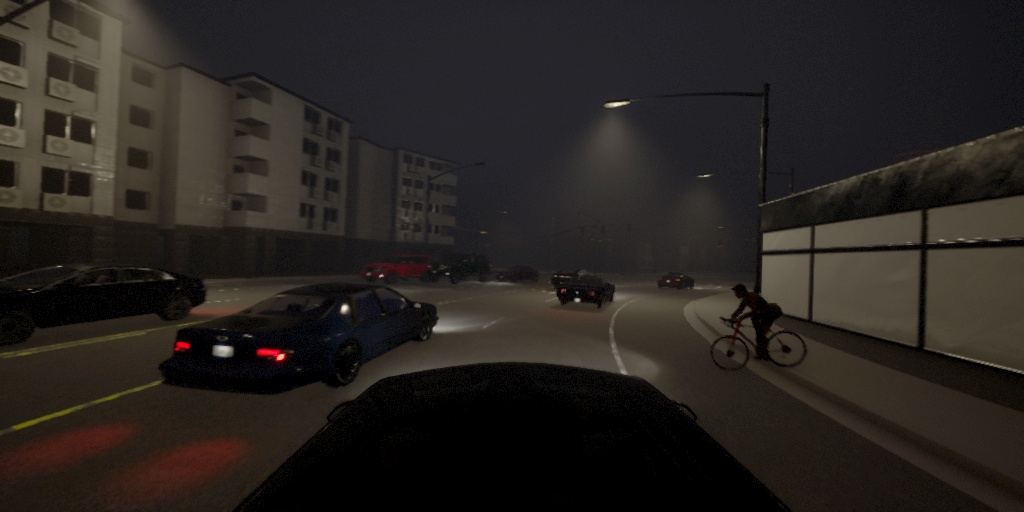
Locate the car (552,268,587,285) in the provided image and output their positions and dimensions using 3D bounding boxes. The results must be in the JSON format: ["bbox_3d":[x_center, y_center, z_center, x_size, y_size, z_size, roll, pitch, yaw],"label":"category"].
[{"bbox_3d":[4.591,1.630,25.402,2.128,1.511,4.902,2,-1,35],"label":"car"}]

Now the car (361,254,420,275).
[{"bbox_3d":[-7.903,0.881,25.455,2.150,2.045,5.566,2,-1,28],"label":"car"}]

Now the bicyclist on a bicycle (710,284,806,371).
[{"bbox_3d":[4.558,1.338,6.758,1.656,1.620,0.582,-7,-2,10],"label":"bicyclist on a bicycle"}]

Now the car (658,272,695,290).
[{"bbox_3d":[14.387,2.131,31.264,1.994,1.385,4.181,2,-1,44],"label":"car"}]

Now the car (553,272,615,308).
[{"bbox_3d":[3.701,1.631,17.208,1.895,1.301,4.718,2,-1,25],"label":"car"}]

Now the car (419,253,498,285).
[{"bbox_3d":[-3.684,0.768,25.988,2.150,2.045,5.566,2,-1,31],"label":"car"}]

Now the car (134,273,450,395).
[{"bbox_3d":[-3.096,1.224,6.781,2.033,1.411,5.357,2,-1,9],"label":"car"}]

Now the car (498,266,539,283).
[{"bbox_3d":[0.590,1.569,31.955,1.812,1.442,4.674,2,-1,39],"label":"car"}]

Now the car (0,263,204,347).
[{"bbox_3d":[-9.944,0.919,8.272,2.128,1.511,4.902,2,-1,10],"label":"car"}]
